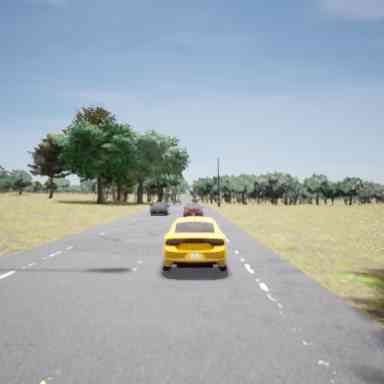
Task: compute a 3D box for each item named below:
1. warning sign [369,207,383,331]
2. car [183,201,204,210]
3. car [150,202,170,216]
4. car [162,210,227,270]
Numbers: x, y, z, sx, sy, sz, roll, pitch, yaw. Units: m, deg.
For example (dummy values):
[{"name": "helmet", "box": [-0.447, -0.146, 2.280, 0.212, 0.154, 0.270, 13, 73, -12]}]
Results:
[{"name": "warning sign", "box": [3.551, 1.167, 4.910, 1.300, 1.860, 1.060, 0, -1, 0]}, {"name": "car", "box": [0.126, 1.836, 31.858, 1.812, 1.442, 4.674, 0, -1, 0]}, {"name": "car", "box": [-3.570, 1.837, 37.318, 1.882, 1.535, 5.008, 0, -1, 0]}, {"name": "car", "box": [0.089, 1.594, 11.452, 1.882, 1.535, 5.008, 0, 0, 0]}]
